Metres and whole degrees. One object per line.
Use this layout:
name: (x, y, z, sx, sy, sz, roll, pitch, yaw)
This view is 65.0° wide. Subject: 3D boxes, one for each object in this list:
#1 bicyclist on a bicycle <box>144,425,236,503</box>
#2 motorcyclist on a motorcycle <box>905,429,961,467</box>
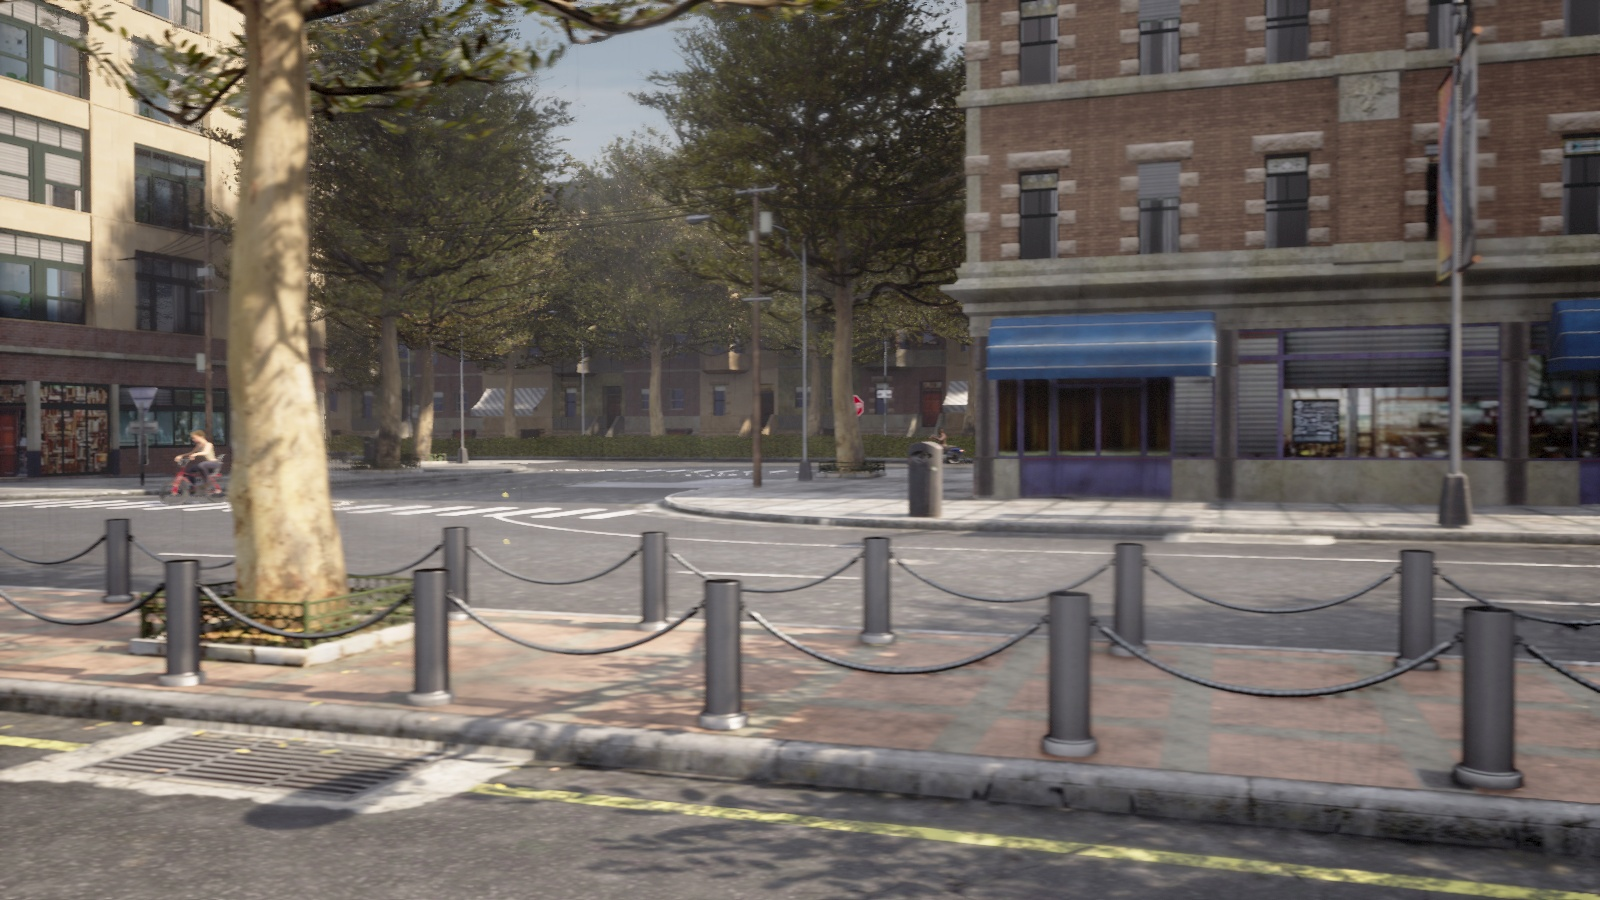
bicyclist on a bicycle: (-13.120, 0.282, 27.026, 0.866, 1.612, 1.509, -1, 1, 39)
motorcyclist on a motorcycle: (5.865, -0.090, 55.485, 2.350, 1.649, 0.766, 0, 2, -4)
